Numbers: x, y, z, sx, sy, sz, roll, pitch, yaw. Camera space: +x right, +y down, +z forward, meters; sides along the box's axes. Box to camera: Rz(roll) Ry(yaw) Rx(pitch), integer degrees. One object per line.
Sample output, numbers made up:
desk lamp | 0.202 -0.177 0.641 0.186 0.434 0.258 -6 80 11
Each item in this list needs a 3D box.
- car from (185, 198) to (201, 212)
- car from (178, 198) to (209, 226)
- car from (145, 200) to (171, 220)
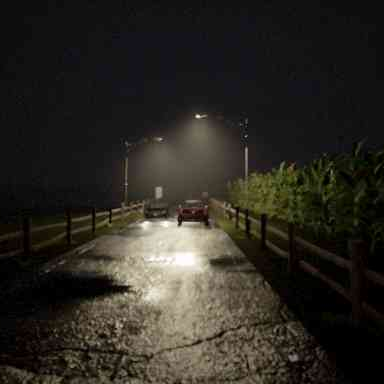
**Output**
car | 0.096 1.526 40.286 1.837 1.490 4.892 0 0 0
car | 0.094 1.363 23.917 2.097 1.767 4.553 0 0 0
car | -2.854 1.491 28.372 1.882 1.535 5.008 0 0 0
